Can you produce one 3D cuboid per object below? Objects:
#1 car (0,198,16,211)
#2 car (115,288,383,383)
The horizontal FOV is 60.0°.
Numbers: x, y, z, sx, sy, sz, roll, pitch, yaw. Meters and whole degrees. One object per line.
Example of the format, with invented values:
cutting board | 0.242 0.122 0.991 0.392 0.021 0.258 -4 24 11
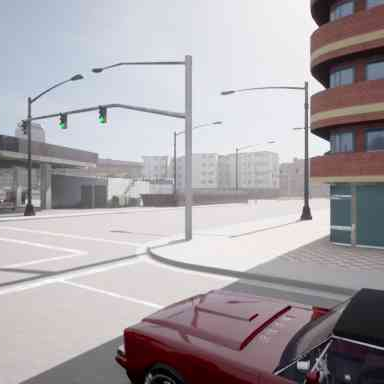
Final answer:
car | -22.337 1.456 38.835 3.806 1.475 1.970 0 0 36
car | 1.528 1.601 2.884 4.718 1.301 1.895 0 0 36
